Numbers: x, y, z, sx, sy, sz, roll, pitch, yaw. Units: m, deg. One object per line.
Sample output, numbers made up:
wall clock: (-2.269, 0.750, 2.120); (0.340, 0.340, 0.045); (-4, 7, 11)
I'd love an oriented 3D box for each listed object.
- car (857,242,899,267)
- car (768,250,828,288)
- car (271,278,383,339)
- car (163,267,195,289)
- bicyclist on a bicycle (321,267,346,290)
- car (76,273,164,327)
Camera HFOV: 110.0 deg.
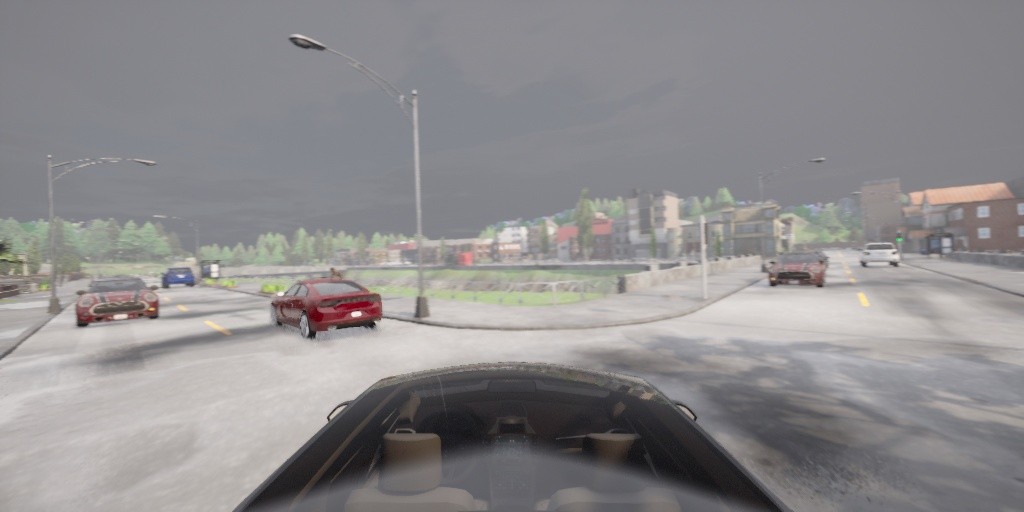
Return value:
car: (31.699, -0.120, 31.096); (2.150, 2.045, 5.566); (-2, 0, 42)
car: (14.679, 0.599, 18.460); (2.097, 1.767, 4.553); (-2, 0, 42)
car: (-5.881, 1.441, 11.112); (5.008, 1.535, 1.882); (-2, 0, 43)
car: (-34.171, 2.199, 36.675); (5.566, 2.045, 2.150); (-2, 0, 42)
bicyclist on a bicycle: (-10.160, 1.470, 20.651); (0.582, 1.620, 1.656); (-2, 0, 42)
car: (-15.829, 1.668, 14.459); (4.553, 1.767, 2.097); (-2, 0, 42)
